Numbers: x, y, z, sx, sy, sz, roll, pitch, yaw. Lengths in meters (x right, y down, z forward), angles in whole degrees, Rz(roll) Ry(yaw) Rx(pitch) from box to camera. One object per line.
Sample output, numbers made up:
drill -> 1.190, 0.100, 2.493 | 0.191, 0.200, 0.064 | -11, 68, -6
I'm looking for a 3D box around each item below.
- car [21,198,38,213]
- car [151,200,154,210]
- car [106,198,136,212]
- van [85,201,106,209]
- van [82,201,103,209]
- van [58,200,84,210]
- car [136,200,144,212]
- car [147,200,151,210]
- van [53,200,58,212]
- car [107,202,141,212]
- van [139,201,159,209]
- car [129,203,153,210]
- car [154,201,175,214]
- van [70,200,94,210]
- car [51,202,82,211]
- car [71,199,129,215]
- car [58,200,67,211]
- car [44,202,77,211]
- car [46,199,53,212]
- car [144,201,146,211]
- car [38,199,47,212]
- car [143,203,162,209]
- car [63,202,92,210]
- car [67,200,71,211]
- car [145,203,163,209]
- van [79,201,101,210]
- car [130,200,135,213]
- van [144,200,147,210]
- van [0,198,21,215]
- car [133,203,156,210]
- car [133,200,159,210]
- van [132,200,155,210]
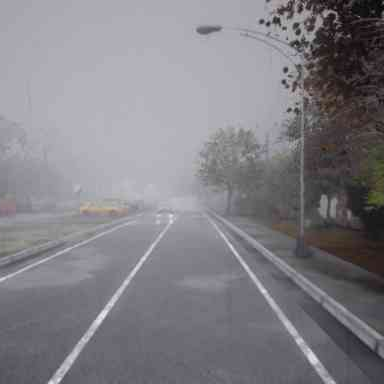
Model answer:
car -> -23.454, 1.762, 42.722 | 5.566, 2.045, 2.435 | 0, -2, 0
car -> -10.312, 2.831, 64.677 | 4.792, 1.488, 2.163 | 0, -2, 0
car -> -10.377, 1.976, 45.268 | 4.553, 1.767, 2.185 | 0, -2, 0
van -> -23.535, 3.281, 81.329 | 4.442, 1.987, 1.878 | 0, -3, 0
van -> -23.535, 3.143, 78.688 | 4.442, 1.987, 1.878 | 0, -3, 0
van -> -23.539, 2.581, 64.865 | 4.442, 1.987, 1.878 | 0, -2, 0
car -> -10.317, 1.948, 48.043 | 5.566, 2.045, 2.435 | 0, -2, 0
car -> -10.348, 2.600, 59.131 | 5.008, 1.535, 2.097 | 0, -2, 0
van -> -23.541, 2.080, 51.023 | 4.442, 1.987, 1.878 | 0, -2, 0
car -> -10.374, 2.329, 50.807 | 4.792, 1.488, 2.163 | 0, -2, 0
van -> -10.223, 3.136, 78.541 | 4.442, 1.987, 1.878 | 0, -3, 0
car -> -10.344, 2.942, 67.453 | 4.674, 1.452, 2.002 | 0, -2, 0
car -> -3.350, 2.061, 42.207 | 1.812, 1.442, 4.674 | 0, -2, 0
van -> -23.304, 2.781, 70.401 | 4.442, 1.987, 1.878 | 0, -2, 0
car -> -23.416, 2.707, 62.089 | 4.892, 1.521, 2.231 | 0, -2, 0
car -> -10.162, 1.845, 36.950 | 5.366, 1.575, 1.946 | 0, -2, 0
car -> -23.393, 2.280, 53.787 | 4.553, 1.767, 2.185 | 0, -2, 0
car -> -23.418, 2.606, 59.320 | 5.008, 1.535, 2.097 | 0, -2, 0
car -> -23.419, 2.207, 48.246 | 4.892, 1.521, 2.231 | 0, -2, 0
car -> -10.347, 2.440, 53.581 | 4.674, 1.452, 2.002 | 0, -2, 0
car -> -23.241, 2.104, 45.480 | 5.366, 1.575, 1.946 | 0, -2, 0
car -> -10.306, 3.671, 86.853 | 4.553, 1.767, 2.185 | 0, -3, 0
car -> -23.237, 2.904, 67.627 | 5.366, 1.575, 1.946 | 0, -2, 0
car -> -23.418, 2.501, 56.426 | 5.008, 1.535, 2.097 | 0, -2, 0
car -> -10.306, 3.816, 89.625 | 4.553, 1.767, 2.185 | 0, -3, 0
van -> -23.303, 2.991, 75.789 | 4.442, 1.987, 1.878 | 0, -3, 0
car -> -10.353, 2.009, 42.488 | 5.008, 1.535, 2.097 | 0, -2, 0
van -> -10.460, 2.275, 56.365 | 4.442, 1.987, 1.878 | 0, -2, 0
van -> -23.544, 1.700, 39.830 | 4.442, 1.987, 1.878 | 0, -2, 0
car -> -10.370, 3.132, 73.008 | 4.792, 1.488, 2.163 | 0, -3, 0
car -> -10.368, 2.966, 75.770 | 5.566, 2.045, 2.435 | 0, -3, 0
van -> -10.224, 2.776, 70.237 | 4.442, 1.987, 1.878 | 0, -2, 0
